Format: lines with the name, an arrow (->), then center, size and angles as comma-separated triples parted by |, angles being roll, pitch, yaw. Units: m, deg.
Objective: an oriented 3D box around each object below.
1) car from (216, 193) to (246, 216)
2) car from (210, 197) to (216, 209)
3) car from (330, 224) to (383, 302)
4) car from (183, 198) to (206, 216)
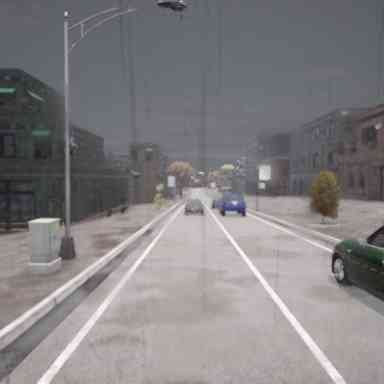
car -> 3.755, 1.133, 31.566 | 2.150, 2.045, 5.566 | 0, 0, 1
car -> 3.514, 1.394, 43.116 | 1.812, 1.442, 4.674 | 0, 0, 2
car -> 4.584, 1.375, 6.679 | 2.097, 1.767, 4.553 | 0, 0, 0
car -> 0.230, 1.393, 31.794 | 1.837, 1.490, 4.892 | 0, 0, 0
